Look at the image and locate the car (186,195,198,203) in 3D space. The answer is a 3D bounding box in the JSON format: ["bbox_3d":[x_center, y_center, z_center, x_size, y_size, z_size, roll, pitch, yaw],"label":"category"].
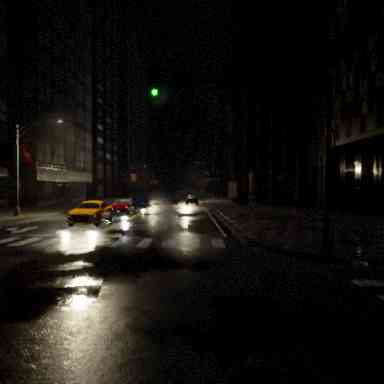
[{"bbox_3d":[-0.008,1.248,61.539,1.994,1.385,4.181,0,0,0],"label":"car"}]

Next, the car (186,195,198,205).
[{"bbox_3d":[-0.007,1.226,51.118,2.128,1.511,4.902,0,0,0],"label":"car"}]

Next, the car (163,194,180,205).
[{"bbox_3d":[-3.257,1.075,51.470,2.097,1.767,4.553,0,0,0],"label":"car"}]

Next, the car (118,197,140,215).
[{"bbox_3d":[-6.599,1.407,31.999,1.895,1.301,4.718,0,0,0],"label":"car"}]

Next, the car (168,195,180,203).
[{"bbox_3d":[-3.259,1.238,61.538,1.994,1.385,4.181,0,0,0],"label":"car"}]

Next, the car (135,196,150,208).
[{"bbox_3d":[-6.594,1.234,42.461,1.882,1.535,5.008,0,0,0],"label":"car"}]

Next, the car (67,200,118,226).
[{"bbox_3d":[-6.591,1.332,21.996,1.882,1.535,5.008,0,0,0],"label":"car"}]
